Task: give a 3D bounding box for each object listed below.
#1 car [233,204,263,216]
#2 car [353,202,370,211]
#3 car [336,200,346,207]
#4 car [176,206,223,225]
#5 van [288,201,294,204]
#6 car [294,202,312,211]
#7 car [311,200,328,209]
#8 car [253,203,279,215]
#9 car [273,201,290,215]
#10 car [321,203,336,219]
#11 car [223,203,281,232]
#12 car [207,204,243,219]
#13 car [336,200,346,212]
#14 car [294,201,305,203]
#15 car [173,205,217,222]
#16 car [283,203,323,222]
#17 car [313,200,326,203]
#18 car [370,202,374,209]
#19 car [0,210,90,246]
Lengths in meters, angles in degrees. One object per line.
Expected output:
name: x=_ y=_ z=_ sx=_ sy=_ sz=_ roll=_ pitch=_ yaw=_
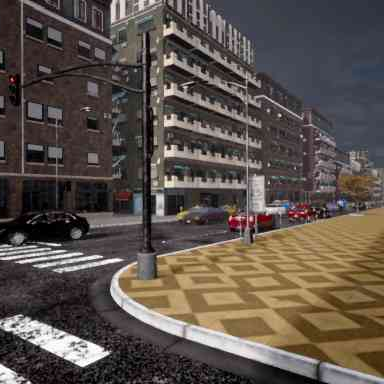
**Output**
car: x=6.963 y=2.222 z=40.870 sx=1.947 sy=1.339 sz=4.313 roll=-2 pitch=-2 yaw=35
car: x=29.937 y=2.583 z=59.293 sx=1.947 sy=1.339 sz=4.313 roll=-2 pitch=-2 yaw=35
car: x=39.166 y=2.883 z=87.162 sx=1.690 sy=1.788 sz=3.998 roll=-2 pitch=-2 yaw=35
car: x=1.264 y=1.964 z=28.196 sx=2.033 sy=1.411 sz=5.357 roll=-1 pitch=-1 yaw=35
van: x=13.421 y=2.174 z=50.145 sx=1.690 sy=1.788 sz=3.998 roll=-2 pitch=-2 yaw=35
car: x=19.884 y=2.554 z=59.409 sx=1.887 sy=1.381 sz=4.507 roll=-2 pitch=-2 yaw=35
car: x=26.342 y=2.501 z=68.685 sx=2.192 sy=1.841 sz=5.009 roll=-2 pitch=-2 yaw=35
car: x=10.192 y=2.289 z=45.505 sx=1.887 sy=1.381 sz=4.507 roll=-2 pitch=-2 yaw=35
car: x=10.037 y=2.183 z=40.746 sx=1.812 sy=1.442 sz=4.674 roll=-1 pitch=-1 yaw=35
car: x=13.786 y=2.141 z=36.120 sx=1.947 sy=1.339 sz=4.313 roll=-2 pitch=-2 yaw=35
car: x=4.093 y=1.751 z=22.219 sx=1.967 sy=1.590 sz=4.097 roll=-2 pitch=-2 yaw=35
car: x=3.635 y=2.091 z=36.096 sx=1.752 sy=1.417 sz=4.829 roll=-2 pitch=-2 yaw=35
car: x=23.425 y=2.468 z=54.417 sx=2.033 sy=1.411 sz=5.357 roll=-1 pitch=-1 yaw=36
car: x=16.652 y=2.361 z=54.777 sx=1.967 sy=1.590 sz=4.097 roll=-2 pitch=-2 yaw=35
car: x=0.404 y=2.002 z=31.462 sx=1.752 sy=1.417 sz=4.829 roll=-2 pitch=-2 yaw=35
car: x=10.555 y=2.032 z=31.486 sx=1.887 sy=1.381 sz=4.507 roll=-2 pitch=-2 yaw=35
car: x=17.621 y=2.267 z=46.077 sx=1.837 sy=1.490 sz=4.892 roll=-1 pitch=-1 yaw=35
car: x=36.397 y=2.745 z=68.563 sx=2.008 sy=1.369 sz=4.403 roll=-2 pitch=-2 yaw=35
car: x=-7.413 y=1.688 z=16.296 sx=1.837 sy=1.490 sz=4.892 roll=-1 pitch=-2 yaw=39
